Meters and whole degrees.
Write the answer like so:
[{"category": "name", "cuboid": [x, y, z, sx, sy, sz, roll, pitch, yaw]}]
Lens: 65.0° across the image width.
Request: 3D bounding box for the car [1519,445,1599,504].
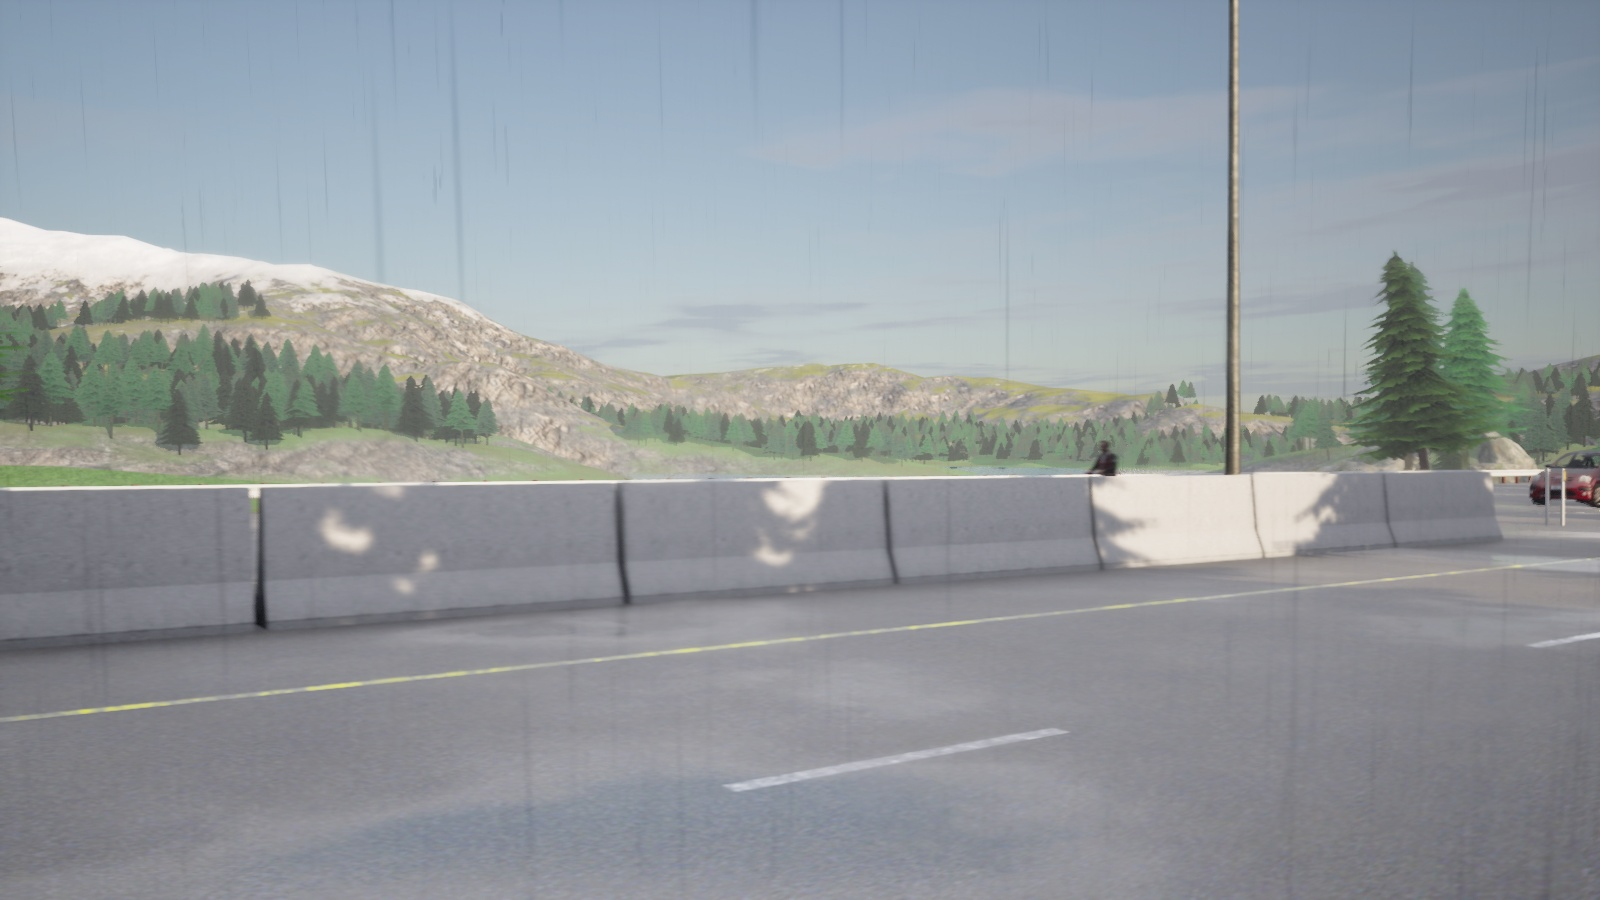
[{"category": "car", "cuboid": [22.980, 0.684, 36.708, 3.988, 1.617, 1.851, 0, 0, -35]}]
